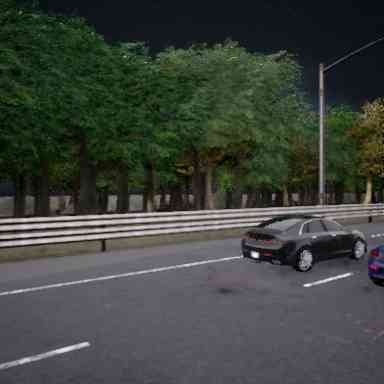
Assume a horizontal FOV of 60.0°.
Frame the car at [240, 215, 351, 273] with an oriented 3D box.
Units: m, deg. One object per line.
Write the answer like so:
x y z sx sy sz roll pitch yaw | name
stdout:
3.731 1.503 10.711 4.892 1.490 1.837 0 0 -36 | car

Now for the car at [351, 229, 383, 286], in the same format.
6.050 1.524 8.060 4.674 1.442 1.812 0 0 -35 | car
